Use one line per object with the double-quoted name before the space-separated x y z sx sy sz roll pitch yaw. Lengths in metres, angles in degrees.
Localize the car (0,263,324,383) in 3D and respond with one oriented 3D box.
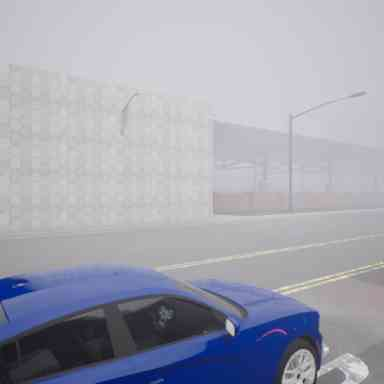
"car" -0.743 1.478 3.220 5.008 1.535 1.882 0 0 -36
